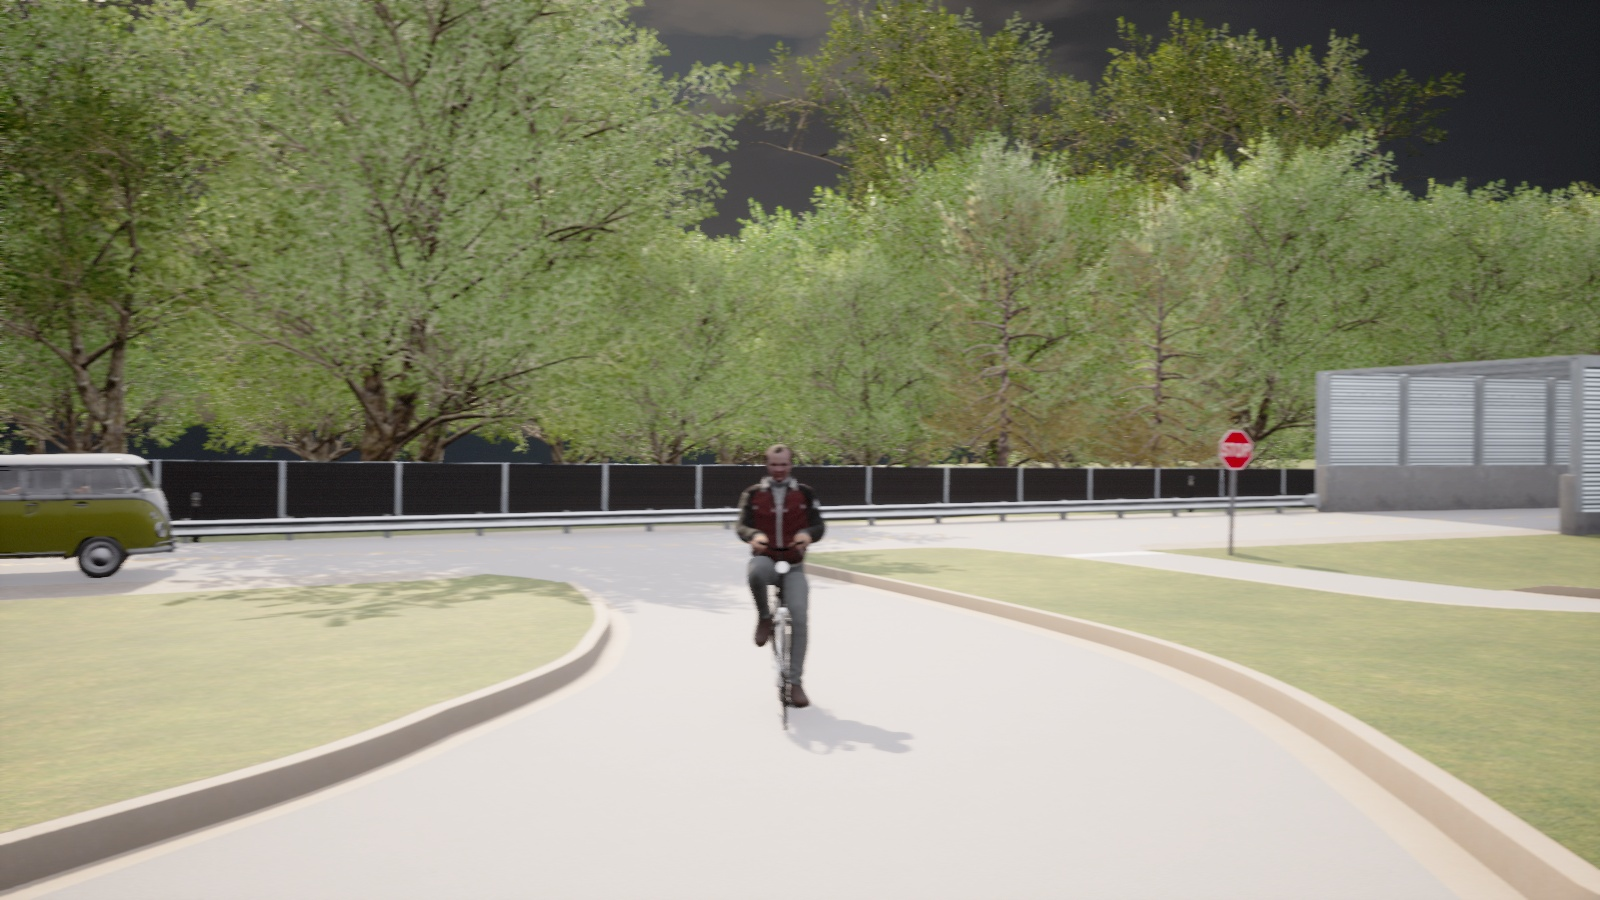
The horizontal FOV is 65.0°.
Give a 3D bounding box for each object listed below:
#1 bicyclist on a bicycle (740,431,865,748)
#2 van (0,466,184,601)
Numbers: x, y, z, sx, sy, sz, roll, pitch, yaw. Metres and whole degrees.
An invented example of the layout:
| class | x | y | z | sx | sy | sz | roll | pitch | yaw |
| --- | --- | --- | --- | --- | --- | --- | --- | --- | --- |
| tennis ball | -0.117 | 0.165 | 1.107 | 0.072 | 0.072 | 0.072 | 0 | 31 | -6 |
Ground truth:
| class | x | y | z | sx | sy | sz | roll | pitch | yaw |
| --- | --- | --- | --- | --- | --- | --- | --- | --- | --- |
| bicyclist on a bicycle | -0.021 | 0.833 | 8.058 | 0.659 | 1.776 | 1.843 | -2 | -3 | -2 |
| van | -12.523 | 1.329 | 20.385 | 4.442 | 1.987 | 1.775 | -1 | 1 | -24 |
